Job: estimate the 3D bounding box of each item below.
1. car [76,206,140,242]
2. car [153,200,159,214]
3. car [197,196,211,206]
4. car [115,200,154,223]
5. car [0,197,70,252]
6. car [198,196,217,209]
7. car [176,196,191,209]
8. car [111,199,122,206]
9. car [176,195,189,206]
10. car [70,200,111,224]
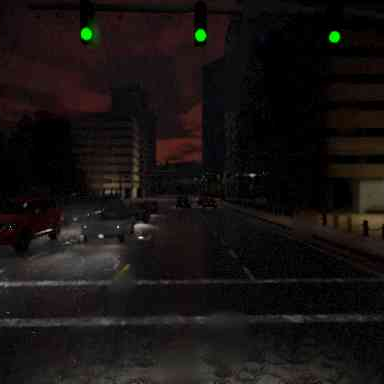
[{"bbox_3d":[-4.009,1.614,16.660,1.895,1.301,4.718,0,0,-2],"label":"car"},{"bbox_3d":[-4.557,1.564,35.779,2.033,1.411,5.357,0,0,-1],"label":"car"},{"bbox_3d":[1.959,1.477,54.866,1.882,1.535,5.008,0,0,-2],"label":"car"},{"bbox_3d":[-4.267,1.579,25.459,1.994,1.385,4.181,0,0,-2],"label":"car"},{"bbox_3d":[-7.446,1.244,14.416,2.150,2.045,5.566,0,0,-2],"label":"car"},{"bbox_3d":[2.355,1.545,45.051,2.033,1.411,5.357,0,0,-1],"label":"car"},{"bbox_3d":[-1.177,1.571,45.924,1.994,1.385,4.181,0,0,-2],"label":"car"},{"bbox_3d":[-8.022,1.531,34.348,1.837,1.490,4.892,0,0,-2],"label":"car"},{"bbox_3d":[-1.533,1.361,54.524,2.097,1.767,4.553,0,0,-2],"label":"car"},{"bbox_3d":[-7.736,1.516,24.293,2.128,1.511,4.902,0,0,-2],"label":"car"}]
